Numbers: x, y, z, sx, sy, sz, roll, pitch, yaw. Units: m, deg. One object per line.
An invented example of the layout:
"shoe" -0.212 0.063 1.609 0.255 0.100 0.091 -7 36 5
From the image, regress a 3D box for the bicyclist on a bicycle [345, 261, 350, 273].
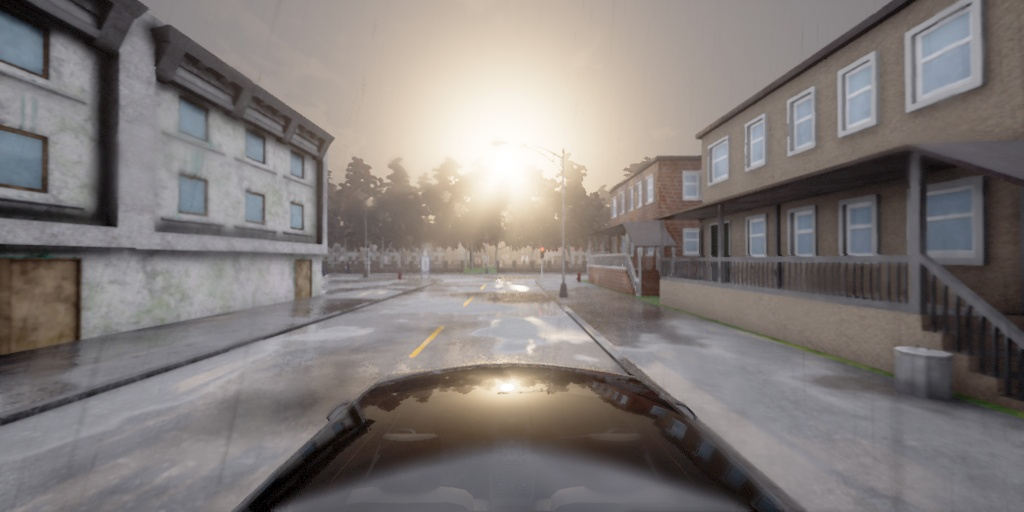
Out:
"bicyclist on a bicycle" -22.054 1.533 48.120 0.582 1.620 1.656 0 0 0
